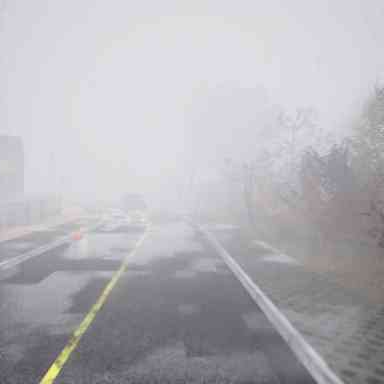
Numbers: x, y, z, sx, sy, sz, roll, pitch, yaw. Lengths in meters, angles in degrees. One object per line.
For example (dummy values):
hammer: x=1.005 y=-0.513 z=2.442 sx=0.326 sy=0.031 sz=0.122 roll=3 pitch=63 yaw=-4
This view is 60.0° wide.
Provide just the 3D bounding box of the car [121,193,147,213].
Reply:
car: x=-6.391 y=1.103 z=36.013 sx=2.150 sy=2.045 sz=5.566 roll=1 pitch=0 yaw=-19

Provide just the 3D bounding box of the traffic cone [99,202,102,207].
traffic cone: x=-12.051 y=1.630 z=43.831 sx=0.340 sy=0.580 sz=0.340 roll=1 pitch=1 yaw=-28
